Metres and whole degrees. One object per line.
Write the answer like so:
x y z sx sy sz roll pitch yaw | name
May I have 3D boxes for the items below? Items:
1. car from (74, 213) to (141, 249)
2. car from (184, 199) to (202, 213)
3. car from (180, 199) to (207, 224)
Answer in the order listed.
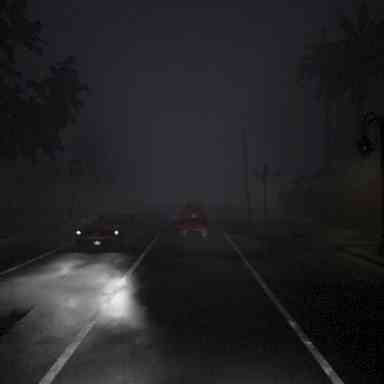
-3.539 1.610 14.660 1.895 1.301 4.718 0 0 1 | car
0.158 1.573 39.133 2.033 1.411 5.357 0 0 1 | car
0.118 1.494 25.093 1.882 1.535 5.008 0 0 0 | car
